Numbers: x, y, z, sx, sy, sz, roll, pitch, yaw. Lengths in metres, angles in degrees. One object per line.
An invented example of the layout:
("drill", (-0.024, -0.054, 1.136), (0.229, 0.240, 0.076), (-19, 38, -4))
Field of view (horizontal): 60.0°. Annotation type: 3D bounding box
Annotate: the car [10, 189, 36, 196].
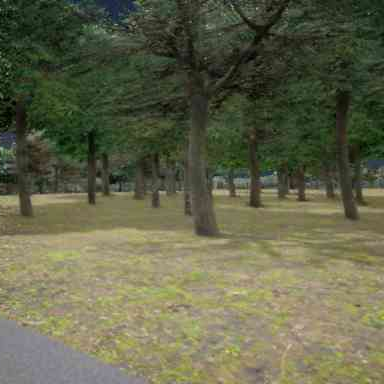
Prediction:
("car", (-34.928, 0.139, 68.761), (2.128, 1.511, 4.902), (-3, 0, 34))
